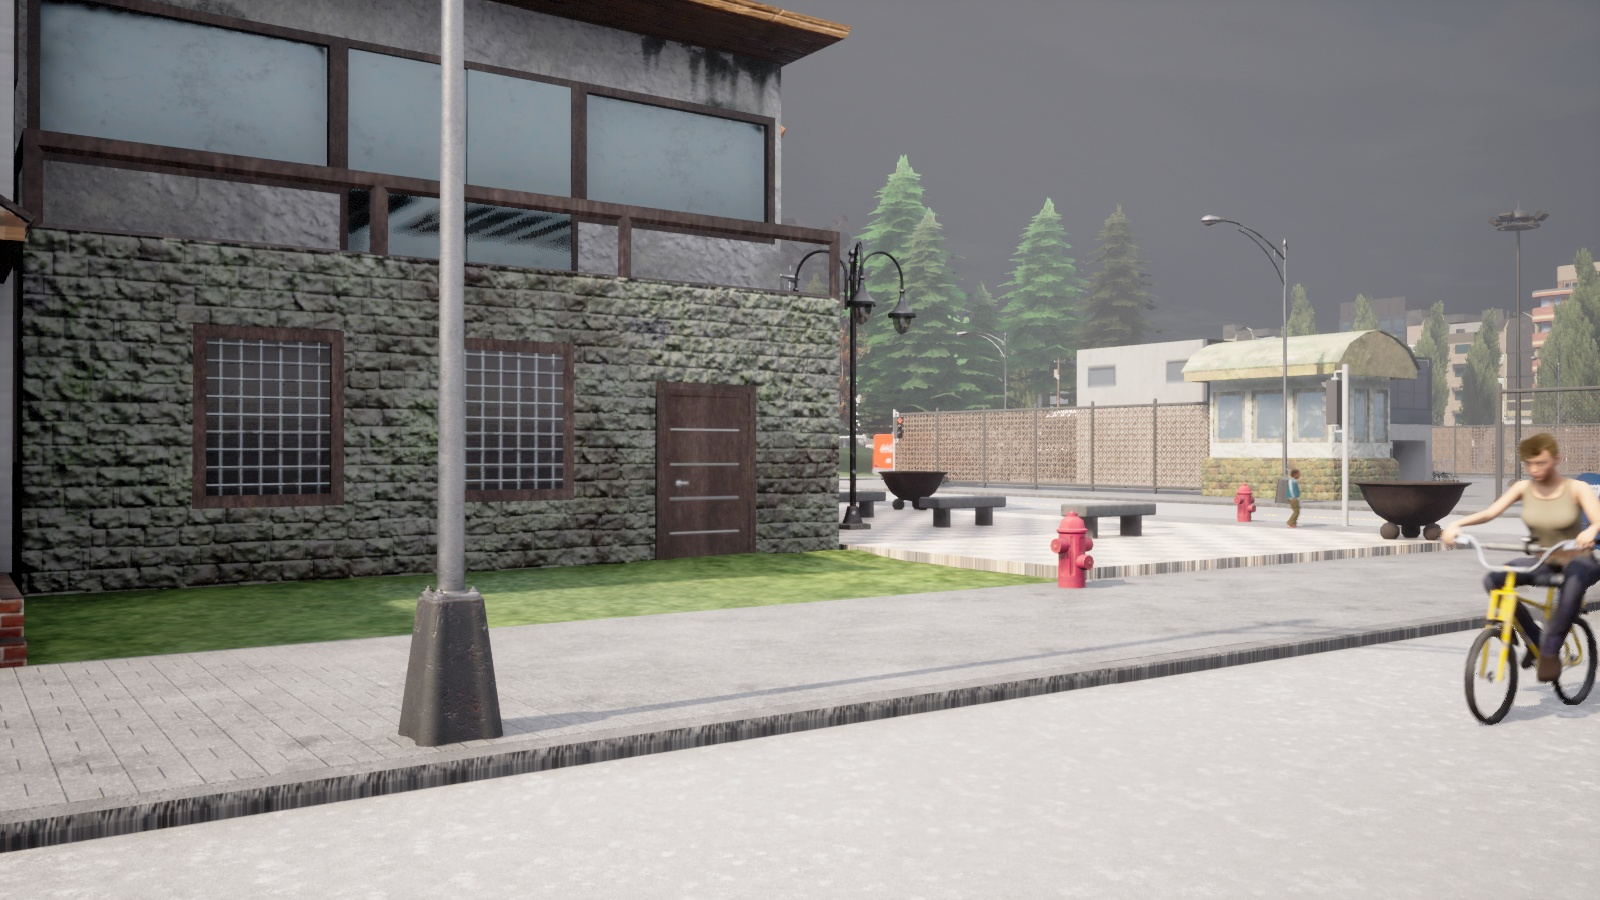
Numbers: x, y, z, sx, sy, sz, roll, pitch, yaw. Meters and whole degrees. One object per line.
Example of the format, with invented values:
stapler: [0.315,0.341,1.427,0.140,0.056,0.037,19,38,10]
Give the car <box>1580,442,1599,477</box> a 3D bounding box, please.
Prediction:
car: [49.202,0.540,73.557,2.150,2.045,5.566,0,0,-34]

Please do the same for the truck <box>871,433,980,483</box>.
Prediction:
truck: [6.396,0.401,63.797,5.204,2.467,2.627,0,0,-40]

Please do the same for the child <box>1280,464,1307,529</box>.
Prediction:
child: [9.272,0.870,23.597,0.448,1.192,0.343,0,0,27]

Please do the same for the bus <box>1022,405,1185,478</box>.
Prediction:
bus: [18.819,-0.482,77.448,10.273,4.253,3.944,0,0,-35]

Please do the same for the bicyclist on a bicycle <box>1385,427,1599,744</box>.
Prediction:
bicyclist on a bicycle: [4.179,0.690,7.173,1.509,1.612,0.866,0,0,-35]
